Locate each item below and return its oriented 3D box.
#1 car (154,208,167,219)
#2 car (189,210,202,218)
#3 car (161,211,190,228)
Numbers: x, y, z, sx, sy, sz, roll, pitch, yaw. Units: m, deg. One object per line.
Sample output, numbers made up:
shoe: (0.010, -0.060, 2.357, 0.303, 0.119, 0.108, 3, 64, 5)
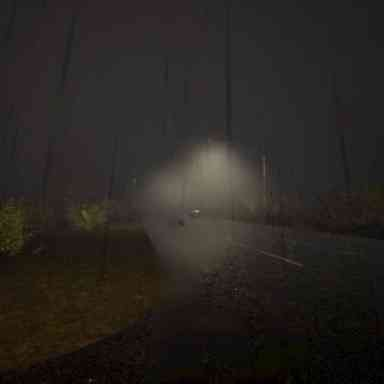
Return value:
car: (-6.372, 4.477, 66.021, 1.837, 1.490, 4.892, -1, -2, -4)
car: (0.584, 4.202, 63.343, 2.128, 1.511, 4.902, -1, -2, -10)
car: (-1.943, 3.196, 36.808, 2.033, 1.411, 5.357, -1, -2, -9)
